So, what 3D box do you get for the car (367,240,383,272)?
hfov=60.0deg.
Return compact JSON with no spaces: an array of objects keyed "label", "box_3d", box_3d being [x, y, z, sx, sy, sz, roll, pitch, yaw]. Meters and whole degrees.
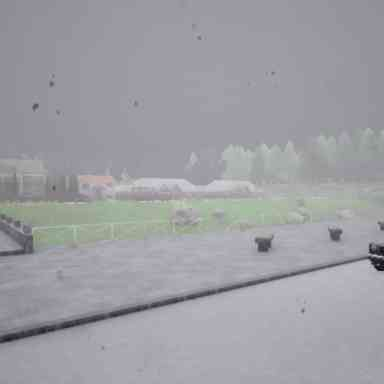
[{"label":"car","box_3d":[7.067,1.596,9.619,4.718,1.301,1.895,0,0,-35]}]
